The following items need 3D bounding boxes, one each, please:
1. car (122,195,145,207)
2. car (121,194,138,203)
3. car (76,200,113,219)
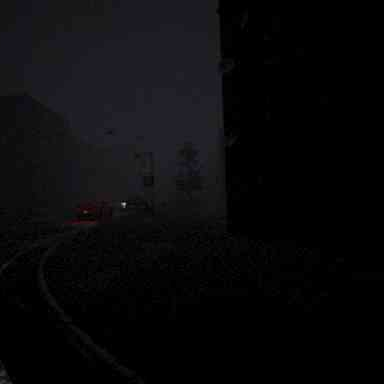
[{"bbox_3d":[-7.537,1.237,44.736,1.994,1.385,4.181,-2,1,2],"label":"car"},{"bbox_3d":[-10.718,1.147,57.423,1.994,1.385,4.181,-2,1,3],"label":"car"},{"bbox_3d":[-8.154,1.376,28.142,1.882,1.535,5.008,-2,0,2],"label":"car"}]
